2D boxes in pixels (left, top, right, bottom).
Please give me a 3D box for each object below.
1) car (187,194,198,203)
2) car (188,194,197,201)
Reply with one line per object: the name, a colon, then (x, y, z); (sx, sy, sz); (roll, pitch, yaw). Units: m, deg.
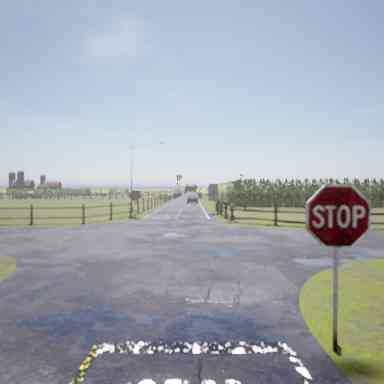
car: (0.083, 1.260, 63.605); (2.097, 1.767, 4.553); (0, 0, 0)
car: (0.096, 1.257, 73.640); (2.033, 1.411, 5.357); (0, 0, 0)
